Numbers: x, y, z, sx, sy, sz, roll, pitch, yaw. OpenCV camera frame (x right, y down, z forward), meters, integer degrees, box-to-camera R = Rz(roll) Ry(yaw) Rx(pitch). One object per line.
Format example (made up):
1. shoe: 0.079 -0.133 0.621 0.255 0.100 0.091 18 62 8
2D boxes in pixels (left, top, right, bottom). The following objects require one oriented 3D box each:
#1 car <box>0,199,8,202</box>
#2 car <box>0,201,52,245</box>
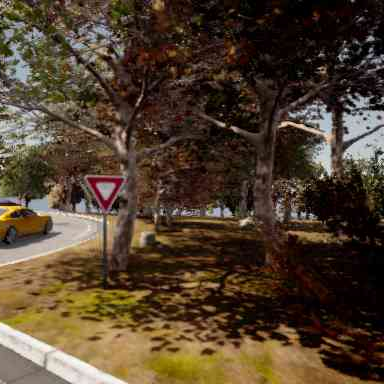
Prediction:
1. car: -18.033 1.274 29.842 5.008 1.535 1.882 0 -1 25
2. car: -8.175 1.380 15.059 1.882 1.535 5.008 1 0 3
